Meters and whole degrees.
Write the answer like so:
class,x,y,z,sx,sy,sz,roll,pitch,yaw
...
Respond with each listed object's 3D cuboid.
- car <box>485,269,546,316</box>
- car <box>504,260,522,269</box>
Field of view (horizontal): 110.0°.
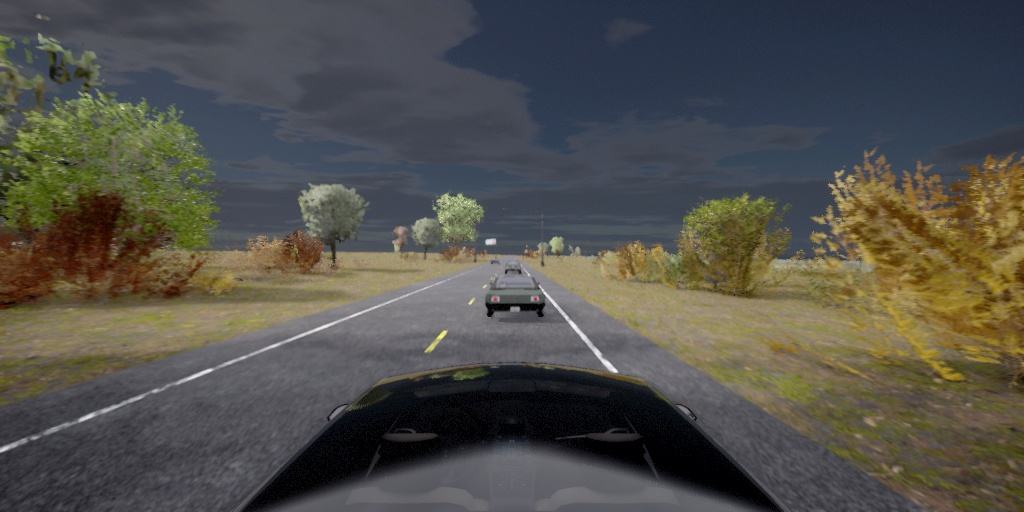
class,x,y,z,sx,sy,sz,roll,pitch,yaw
car,0.101,1.328,13.118,1.895,1.301,4.718,0,0,0
car,0.116,1.212,41.157,2.033,1.411,5.357,0,0,0
